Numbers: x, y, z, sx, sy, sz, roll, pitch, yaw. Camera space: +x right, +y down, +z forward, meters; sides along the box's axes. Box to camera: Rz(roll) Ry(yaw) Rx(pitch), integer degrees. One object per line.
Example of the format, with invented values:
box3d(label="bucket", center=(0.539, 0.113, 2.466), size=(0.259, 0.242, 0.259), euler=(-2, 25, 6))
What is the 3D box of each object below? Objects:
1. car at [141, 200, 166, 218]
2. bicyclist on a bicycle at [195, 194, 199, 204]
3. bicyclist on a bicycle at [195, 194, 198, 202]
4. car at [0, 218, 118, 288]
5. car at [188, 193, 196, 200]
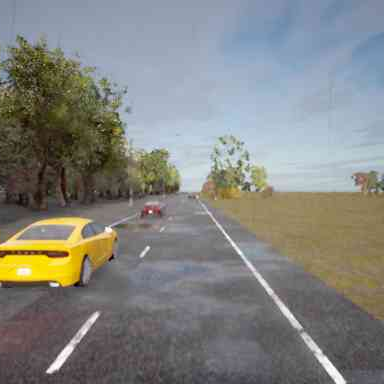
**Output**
box3d(label="car", center=(-3.396, 1.449, 29.603), size=(1.812, 1.442, 4.674), euler=(0, 0, 0))
box3d(label="bicyclist on a bicycle", center=(0.970, 1.284, 59.433), size=(0.866, 1.612, 1.509), euler=(0, -1, 0))
box3d(label="bicyclist on a bicycle", center=(0.974, 1.278, 68.009), size=(0.582, 1.620, 1.656), euler=(0, 0, 0))
box3d(label="car", center=(-3.399, 1.453, 9.195), size=(1.882, 1.535, 5.008), euler=(0, 0, 0))
box3d(label="car", center=(0.015, 1.007, 85.235), size=(2.097, 1.767, 4.553), euler=(0, 0, 0))
